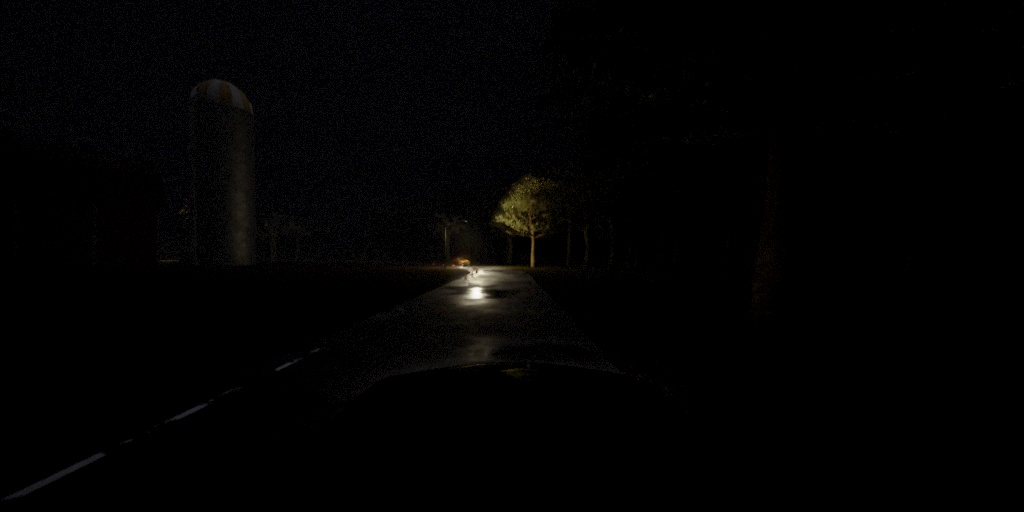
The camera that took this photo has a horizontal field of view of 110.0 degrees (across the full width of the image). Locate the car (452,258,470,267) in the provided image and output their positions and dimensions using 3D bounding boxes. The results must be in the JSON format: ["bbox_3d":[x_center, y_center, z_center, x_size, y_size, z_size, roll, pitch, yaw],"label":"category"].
[{"bbox_3d":[-9.126,1.054,64.459,1.882,1.535,5.008,0,1,-30],"label":"car"}]

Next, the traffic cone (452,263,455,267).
[{"bbox_3d":[-10.222,1.553,62.797,0.340,0.580,0.340,0,0,-28],"label":"traffic cone"}]

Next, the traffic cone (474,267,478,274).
[{"bbox_3d":[-3.917,1.688,39.939,0.340,0.580,0.340,0,0,-3],"label":"traffic cone"}]

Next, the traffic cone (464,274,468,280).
[{"bbox_3d":[-3.853,1.693,30.058,0.340,0.580,0.340,0,0,0],"label":"traffic cone"}]

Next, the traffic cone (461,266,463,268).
[{"bbox_3d":[-8.161,1.595,58.484,0.340,0.580,0.340,0,0,-23],"label":"traffic cone"}]

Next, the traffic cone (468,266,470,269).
[{"bbox_3d":[-6.488,1.632,54.007,0.340,0.580,0.340,0,0,-18],"label":"traffic cone"}]

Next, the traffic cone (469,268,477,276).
[{"bbox_3d":[-3.853,1.690,35.058,0.340,0.580,0.340,0,0,0],"label":"traffic cone"}]
